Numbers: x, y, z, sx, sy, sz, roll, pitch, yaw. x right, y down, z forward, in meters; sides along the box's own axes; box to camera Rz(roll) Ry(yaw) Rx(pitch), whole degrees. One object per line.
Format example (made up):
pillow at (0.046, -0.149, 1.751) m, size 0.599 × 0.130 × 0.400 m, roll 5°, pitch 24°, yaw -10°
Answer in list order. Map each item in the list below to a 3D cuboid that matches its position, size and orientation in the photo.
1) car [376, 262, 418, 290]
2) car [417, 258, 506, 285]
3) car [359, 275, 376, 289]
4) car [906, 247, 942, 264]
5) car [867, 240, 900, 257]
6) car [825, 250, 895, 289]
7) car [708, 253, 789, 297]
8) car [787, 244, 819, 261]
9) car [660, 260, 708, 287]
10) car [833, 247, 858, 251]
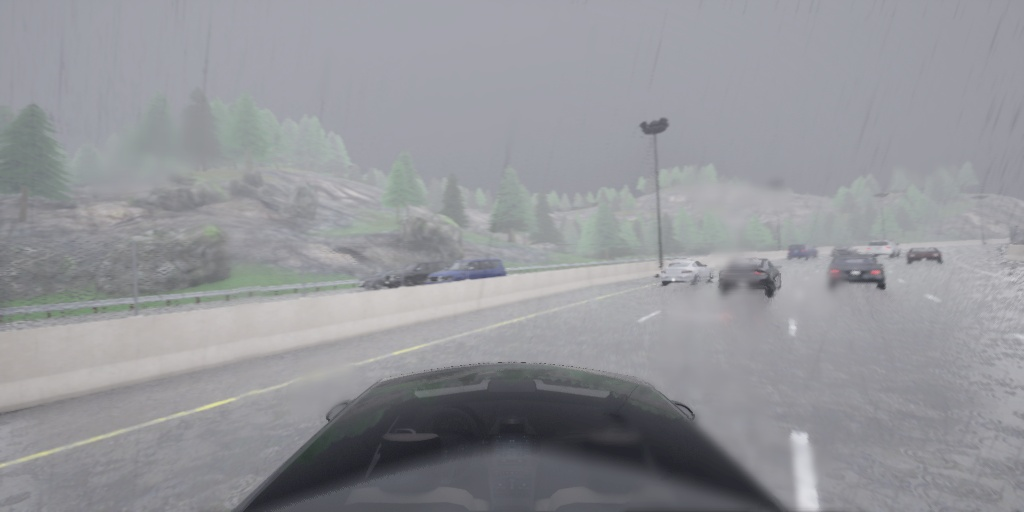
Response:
car at (-7.143, 1.466, 27.675) m, size 2.150 × 2.045 × 5.566 m, roll -3°, pitch -1°, yaw 40°
car at (-2.662, 1.224, 22.135) m, size 2.150 × 2.045 × 5.566 m, roll -3°, pitch -1°, yaw 40°
car at (-10.082, 1.885, 29.564) m, size 2.128 × 1.511 × 4.902 m, roll -3°, pitch 0°, yaw 40°
car at (34.279, -0.078, 29.878) m, size 4.718 × 1.301 × 1.895 m, roll -2°, pitch 0°, yaw -41°
car at (43.416, -0.811, 41.942) m, size 5.566 × 2.045 × 2.150 m, roll -2°, pitch -1°, yaw -35°
car at (15.670, 0.655, 16.434) m, size 2.033 × 1.411 × 5.357 m, roll -3°, pitch -1°, yaw 43°
car at (10.396, 0.841, 15.572) m, size 2.128 × 1.511 × 4.902 m, roll -3°, pitch 0°, yaw 41°
car at (37.588, -0.511, 46.307) m, size 5.566 × 2.045 × 2.150 m, roll -2°, pitch -1°, yaw -36°
car at (9.967, 0.925, 20.482) m, size 1.812 × 1.442 × 4.674 m, roll -3°, pitch -1°, yaw 42°
car at (41.516, -0.421, 44.688) m, size 4.892 × 1.490 × 1.837 m, roll -2°, pitch -2°, yaw -36°
